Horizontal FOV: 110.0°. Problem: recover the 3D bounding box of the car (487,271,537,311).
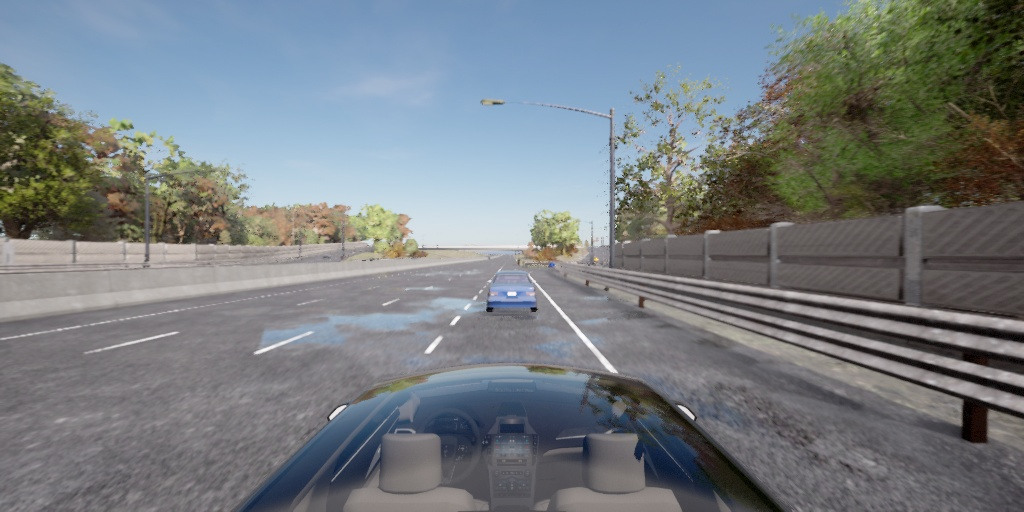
[{"bbox_3d":[-0.002,1.298,14.365,2.033,1.411,5.357,0,0,0],"label":"car"}]
